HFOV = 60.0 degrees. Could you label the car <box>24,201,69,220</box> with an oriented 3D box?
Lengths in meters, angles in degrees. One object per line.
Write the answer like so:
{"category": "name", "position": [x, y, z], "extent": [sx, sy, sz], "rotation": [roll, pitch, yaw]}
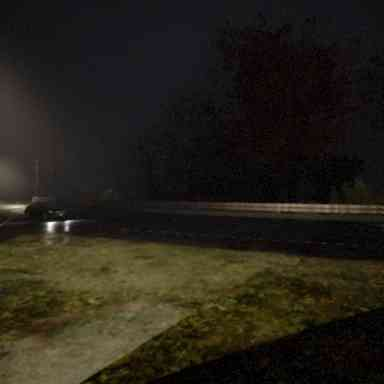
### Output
{"category": "car", "position": [-12.274, 1.534, 27.866], "extent": [4.674, 1.442, 1.812], "rotation": [0, 0, 37]}
